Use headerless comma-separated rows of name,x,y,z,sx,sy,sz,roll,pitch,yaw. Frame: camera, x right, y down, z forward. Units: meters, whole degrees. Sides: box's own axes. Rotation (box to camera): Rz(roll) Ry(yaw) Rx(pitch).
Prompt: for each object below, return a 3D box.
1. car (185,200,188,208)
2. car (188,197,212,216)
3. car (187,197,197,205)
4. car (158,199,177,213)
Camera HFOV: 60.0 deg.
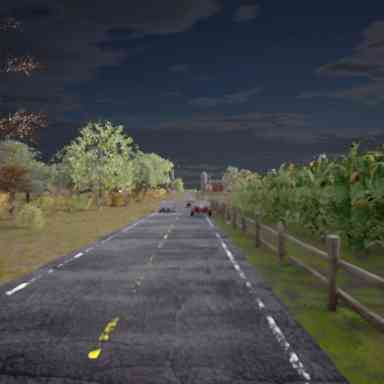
car,0.030,1.687,52.524,1.837,1.490,4.892,0,0,0
car,0.920,1.484,34.395,2.097,1.767,4.553,0,0,1
car,0.039,1.717,65.478,1.837,1.490,4.892,0,0,0
car,-2.818,1.650,38.917,1.837,1.490,4.892,0,0,0
